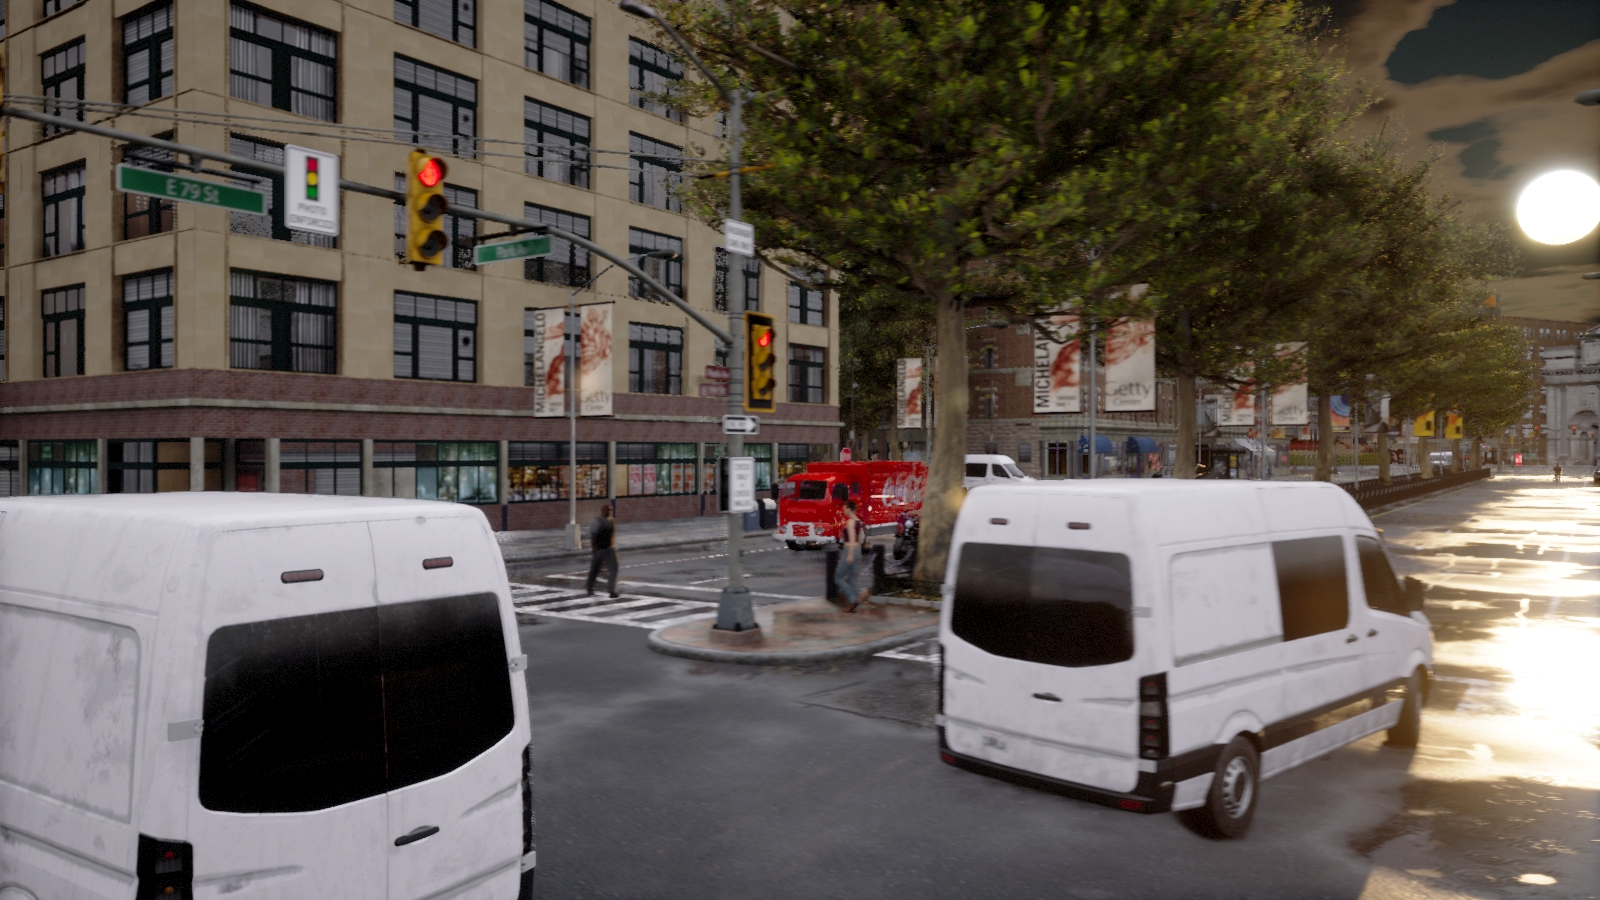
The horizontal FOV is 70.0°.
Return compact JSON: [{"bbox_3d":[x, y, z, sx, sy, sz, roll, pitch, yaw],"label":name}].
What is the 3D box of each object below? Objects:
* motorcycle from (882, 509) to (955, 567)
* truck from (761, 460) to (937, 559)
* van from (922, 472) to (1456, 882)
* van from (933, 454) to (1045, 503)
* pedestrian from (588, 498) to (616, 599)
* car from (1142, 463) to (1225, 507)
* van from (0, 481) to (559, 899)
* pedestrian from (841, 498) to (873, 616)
[{"bbox_3d":[2.981,2.170,28.556,0.764,1.277,2.356,0,0,35],"label":"motorcycle"},{"bbox_3d":[1.502,1.561,32.551,2.627,2.467,5.204,0,1,35],"label":"truck"},{"bbox_3d":[3.781,1.535,10.205,5.915,2.561,1.988,0,0,-43],"label":"van"},{"bbox_3d":[10.492,1.536,63.609,5.915,2.561,1.988,0,0,37],"label":"van"},{"bbox_3d":[-3.741,1.849,21.630,0.375,1.860,0.375,0,0,-44],"label":"pedestrian"},{"bbox_3d":[19.880,1.754,59.027,2.390,2.098,6.274,0,0,35],"label":"car"},{"bbox_3d":[-4.234,1.535,6.761,5.915,2.561,1.988,0,0,35],"label":"van"},{"bbox_3d":[0.912,1.704,18.348,0.375,1.860,0.375,0,0,32],"label":"pedestrian"}]
